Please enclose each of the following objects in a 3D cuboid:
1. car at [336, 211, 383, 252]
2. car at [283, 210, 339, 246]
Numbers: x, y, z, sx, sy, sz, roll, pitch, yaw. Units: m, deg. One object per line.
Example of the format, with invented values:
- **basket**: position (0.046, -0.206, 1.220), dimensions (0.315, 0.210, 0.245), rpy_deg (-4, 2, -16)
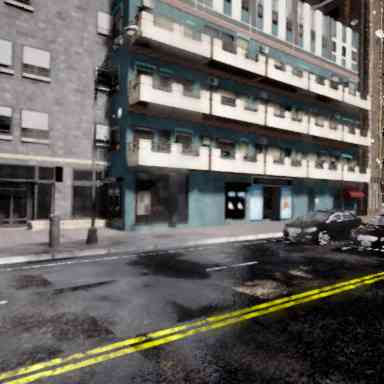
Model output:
- **car**: position (8.393, 1.662, 13.659), dimensions (4.902, 1.511, 2.128), rpy_deg (1, 0, -35)
- **car**: position (6.512, 1.662, 16.310), dimensions (4.902, 1.511, 2.128), rpy_deg (1, 0, -35)
